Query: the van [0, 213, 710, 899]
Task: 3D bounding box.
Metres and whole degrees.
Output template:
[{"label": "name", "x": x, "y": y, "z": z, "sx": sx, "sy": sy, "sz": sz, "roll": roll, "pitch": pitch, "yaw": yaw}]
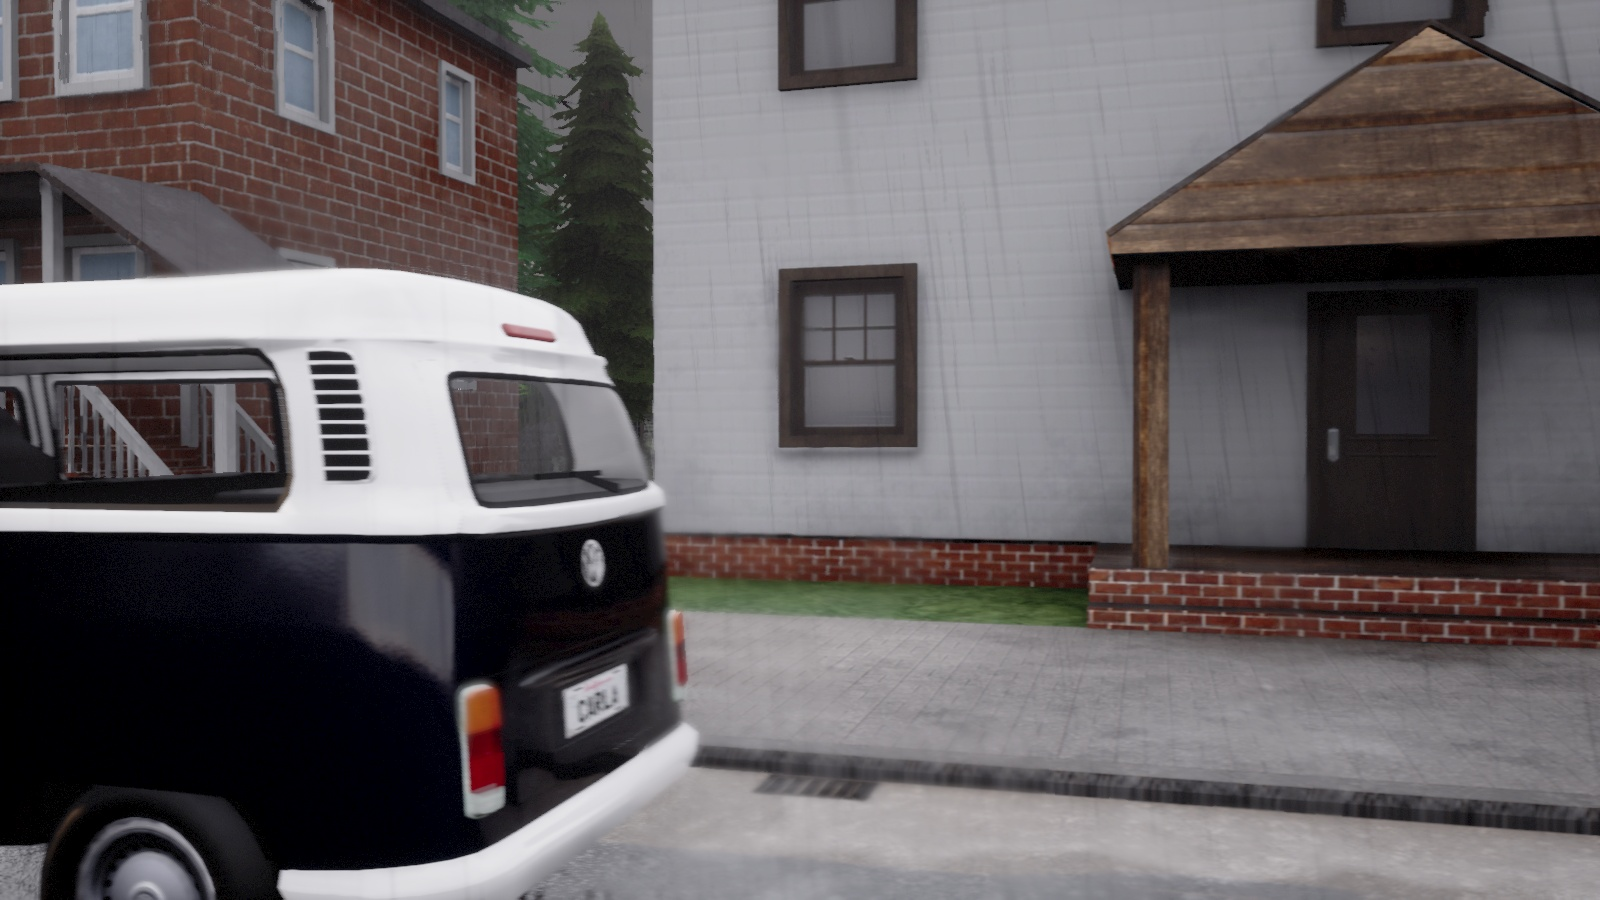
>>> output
[{"label": "van", "x": -2.783, "y": 0.461, "z": 4.381, "sx": 4.480, "sy": 2.038, "sz": 2.069, "roll": 1, "pitch": 1, "yaw": 16}]
